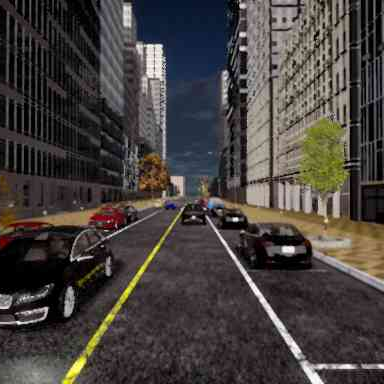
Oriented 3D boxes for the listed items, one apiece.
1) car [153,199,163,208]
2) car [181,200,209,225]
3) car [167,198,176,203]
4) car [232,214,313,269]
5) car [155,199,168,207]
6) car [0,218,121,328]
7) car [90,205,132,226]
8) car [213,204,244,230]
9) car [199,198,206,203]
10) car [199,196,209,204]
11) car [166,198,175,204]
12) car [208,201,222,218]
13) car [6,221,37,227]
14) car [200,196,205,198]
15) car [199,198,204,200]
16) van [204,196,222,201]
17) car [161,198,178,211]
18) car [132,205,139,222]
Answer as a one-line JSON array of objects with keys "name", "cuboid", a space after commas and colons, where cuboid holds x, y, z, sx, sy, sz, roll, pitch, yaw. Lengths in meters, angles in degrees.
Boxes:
[{"name": "car", "cuboid": [-5.633, 2.003, 56.775, 1.752, 1.417, 4.829, 0, 0, 0]}, {"name": "car", "cuboid": [0.125, 1.712, 26.703, 1.882, 1.535, 5.008, 0, 0, 0]}, {"name": "car", "cuboid": [-5.599, 2.299, 91.100, 1.947, 1.339, 4.313, 0, 0, 0]}, {"name": "car", "cuboid": [2.702, 1.668, 11.390, 1.947, 1.339, 4.313, 0, 0, 0]}, {"name": "car", "cuboid": [-5.627, 2.073, 62.639, 2.008, 1.369, 4.403, 0, 0, 0]}, {"name": "car", "cuboid": [-3.094, 1.572, 7.407, 1.837, 1.490, 4.892, 0, -1, 0]}, {"name": "car", "cuboid": [-5.667, 1.745, 22.791, 1.887, 1.381, 4.507, 0, 0, 0]}, {"name": "car", "cuboid": [2.714, 1.766, 22.774, 1.947, 1.339, 4.313, 0, 0, 0]}, {"name": "car", "cuboid": [2.782, 2.259, 91.248, 1.752, 1.417, 4.829, 0, 0, 0]}, {"name": "car", "cuboid": [2.772, 1.965, 79.697, 2.192, 1.841, 5.009, 0, 0, 0]}, {"name": "car", "cuboid": [-5.604, 2.243, 85.407, 2.008, 1.369, 4.403, 0, 0, 0]}, {"name": "car", "cuboid": [2.725, 1.862, 34.158, 1.947, 1.339, 4.313, 0, 0, 0]}, {"name": "car", "cuboid": [-5.679, 1.684, 11.406, 1.802, 1.307, 4.206, 0, -1, 0]}, {"name": "car", "cuboid": [2.760, 1.880, 68.312, 2.192, 1.841, 5.009, 0, 0, 0]}, {"name": "car", "cuboid": [0.127, 1.875, 43.321, 2.163, 1.488, 4.792, 0, -1, 0]}, {"name": "van", "cuboid": [2.731, 1.684, 39.853, 1.690, 1.788, 3.998, 0, 0, 0]}, {"name": "car", "cuboid": [-3.036, 2.017, 48.975, 1.895, 1.301, 4.718, 0, 0, 0]}, {"name": "car", "cuboid": [-5.662, 1.815, 28.483, 1.947, 1.339, 4.313, 0, 0, 0]}]
